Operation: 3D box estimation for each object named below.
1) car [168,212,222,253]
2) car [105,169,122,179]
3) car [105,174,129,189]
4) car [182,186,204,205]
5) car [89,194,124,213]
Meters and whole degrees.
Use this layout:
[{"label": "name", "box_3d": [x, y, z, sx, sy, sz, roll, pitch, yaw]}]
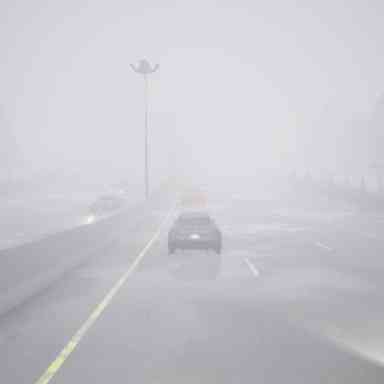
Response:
[{"label": "car", "box_3d": [0.102, 1.476, 13.414, 1.994, 1.385, 4.181, 0, 1, 0]}, {"label": "car", "box_3d": [-13.910, -3.001, 59.350, 2.150, 2.045, 5.566, 0, 7, 0]}, {"label": "car", "box_3d": [-10.539, -1.357, 48.527, 2.033, 1.411, 5.357, 0, 7, 1]}, {"label": "car", "box_3d": [0.104, 0.189, 33.294, 2.097, 1.767, 4.553, 0, 5, 0]}, {"label": "car", "box_3d": [-7.093, 0.885, 27.850, 1.895, 1.301, 4.718, 0, 4, 0]}]
